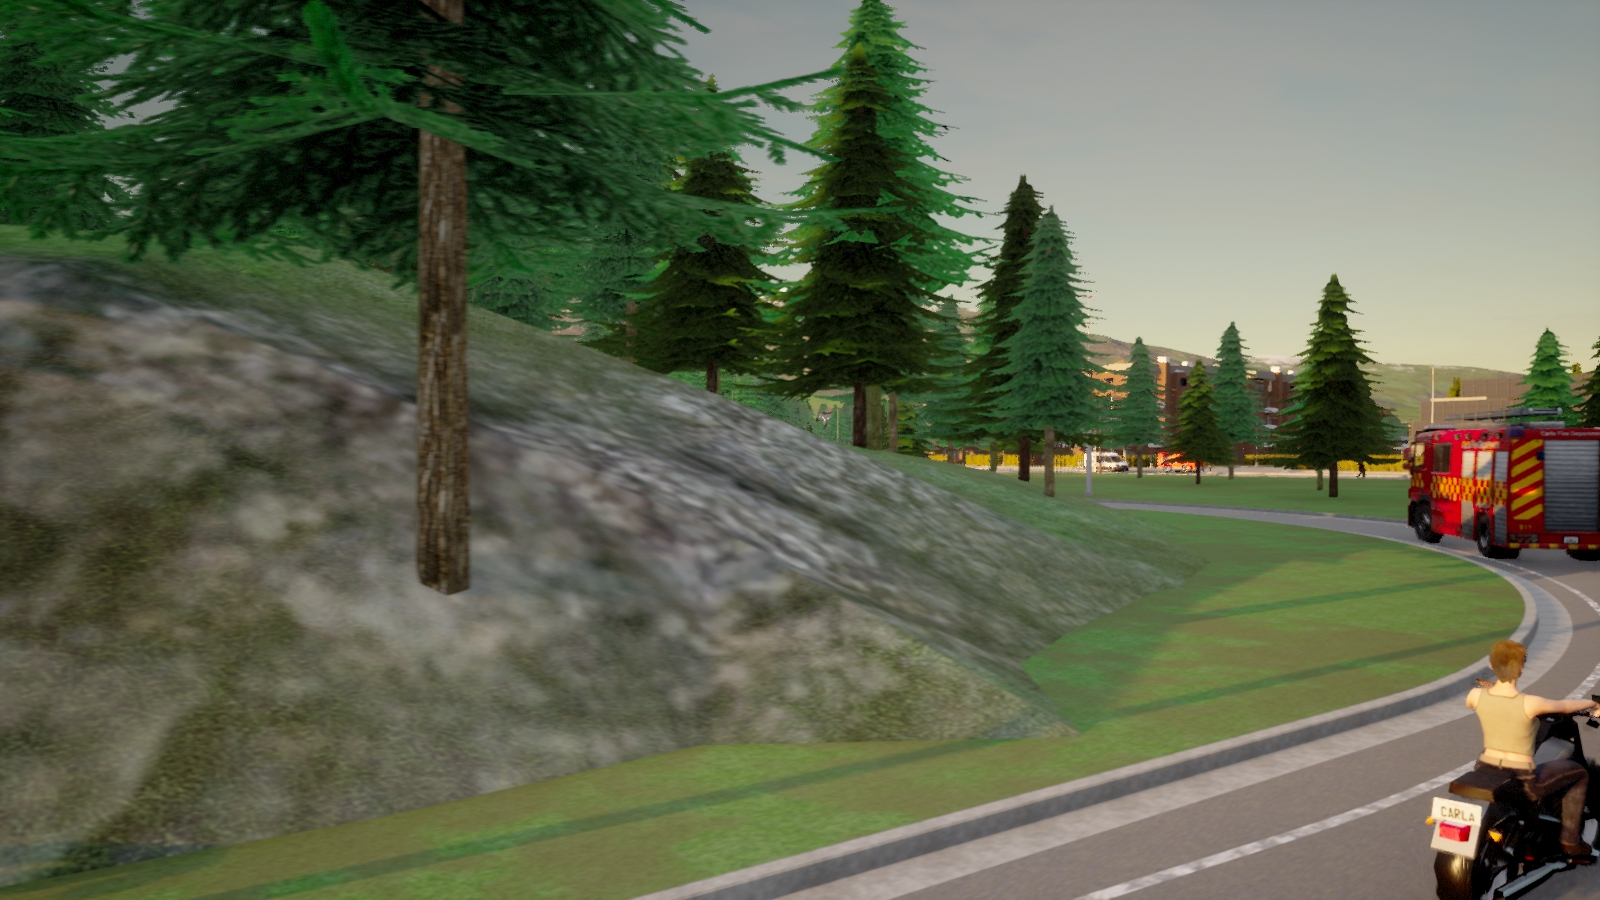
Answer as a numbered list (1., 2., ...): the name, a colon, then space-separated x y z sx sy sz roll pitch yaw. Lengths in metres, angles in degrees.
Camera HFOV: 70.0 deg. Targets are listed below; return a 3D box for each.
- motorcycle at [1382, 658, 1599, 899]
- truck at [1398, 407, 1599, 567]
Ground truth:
1. motorcycle: 4.634 2.152 7.240 2.356 1.307 0.764 0 -1 -38
2. truck: 19.388 0.881 31.678 2.891 3.827 8.468 0 0 13
